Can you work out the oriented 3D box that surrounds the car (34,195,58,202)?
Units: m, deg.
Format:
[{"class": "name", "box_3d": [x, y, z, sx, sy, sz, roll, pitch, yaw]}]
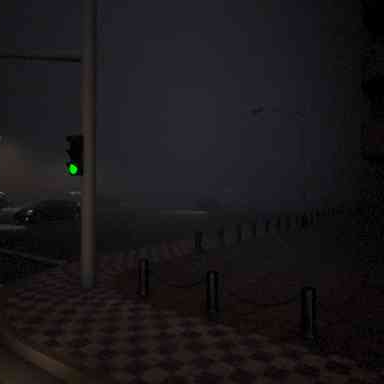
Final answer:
[{"class": "car", "box_3d": [-28.728, 1.236, 65.440, 1.784, 1.438, 3.905, 0, 0, 36]}]

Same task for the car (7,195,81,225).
[{"class": "car", "box_3d": [-10.231, 1.341, 23.846, 2.097, 1.767, 4.553, 0, 0, 36]}]

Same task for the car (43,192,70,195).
[{"class": "car", "box_3d": [-26.428, 1.034, 63.678, 1.932, 1.855, 4.605, 0, 0, 36]}]

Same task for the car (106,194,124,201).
[{"class": "car", "box_3d": [-18.432, 1.269, 79.549, 1.970, 1.475, 3.806, 0, 0, 36]}]

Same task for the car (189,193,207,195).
[{"class": "car", "box_3d": [2.063, 1.104, 64.523, 1.932, 1.855, 4.605, 0, 0, 36]}]

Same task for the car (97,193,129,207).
[{"class": "car", "box_3d": [-12.737, 1.328, 53.775, 1.970, 1.475, 3.806, 0, 0, 36]}]

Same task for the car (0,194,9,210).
[{"class": "car", "box_3d": [-26.308, 1.308, 44.991, 1.970, 1.475, 3.806, 0, 0, 36]}]

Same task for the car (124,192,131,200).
[{"class": "car", "box_3d": [-16.101, 1.039, 77.831, 1.905, 1.878, 3.866, 0, 0, 36]}]

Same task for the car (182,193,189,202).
[{"class": "car", "box_3d": [-0.240, 1.098, 66.276, 1.905, 1.878, 3.866, 0, 0, 36]}]

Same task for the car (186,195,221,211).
[{"class": "car", "box_3d": [1.750, 1.495, 40.333, 1.837, 1.490, 4.892, 0, 0, 36]}]
